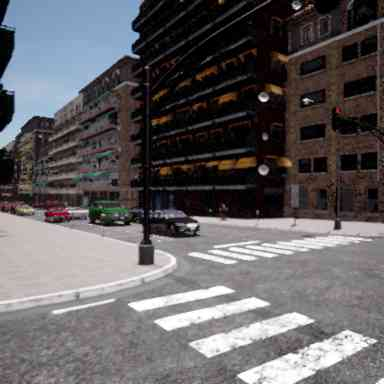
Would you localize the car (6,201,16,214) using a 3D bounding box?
[{"bbox_3d":[-26.599,2.396,51.174,2.192,1.841,5.009,-1,0,-36],"label":"car"}]

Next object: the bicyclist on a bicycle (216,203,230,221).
[{"bbox_3d":[2.784,1.808,30.004,1.656,1.620,0.582,0,-1,-36],"label":"bicyclist on a bicycle"}]

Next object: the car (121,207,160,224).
[{"bbox_3d":[-4.883,2.147,31.143,1.994,1.385,4.181,0,-1,-36],"label":"car"}]

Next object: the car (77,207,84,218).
[{"bbox_3d":[-13.012,2.342,36.918,1.895,1.301,4.718,0,-1,-36],"label":"car"}]

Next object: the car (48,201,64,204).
[{"bbox_3d":[-21.787,2.627,54.455,1.812,1.442,4.674,0,-1,-36],"label":"car"}]

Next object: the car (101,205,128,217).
[{"bbox_3d":[-9.890,2.393,42.379,1.802,1.307,4.206,-1,0,-36],"label":"car"}]

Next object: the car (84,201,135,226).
[{"bbox_3d":[-7.186,1.783,28.884,2.150,2.045,5.566,0,-1,-36],"label":"car"}]

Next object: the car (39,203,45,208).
[{"bbox_3d":[-29.865,2.733,69.875,2.192,1.841,5.009,-1,0,-36],"label":"car"}]

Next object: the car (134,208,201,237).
[{"bbox_3d":[-1.388,1.873,20.896,2.128,1.511,4.902,0,-1,-36],"label":"car"}]

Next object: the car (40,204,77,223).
[{"bbox_3d":[-13.281,2.218,32.843,1.887,1.381,4.507,-1,0,-36],"label":"car"}]

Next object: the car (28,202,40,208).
[{"bbox_3d":[-39.839,3.279,83.624,1.947,1.339,4.313,-1,0,-36],"label":"car"}]

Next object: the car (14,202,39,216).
[{"bbox_3d":[-23.166,2.502,46.452,1.752,1.417,4.829,-1,0,-36],"label":"car"}]

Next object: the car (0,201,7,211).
[{"bbox_3d":[-33.251,2.827,60.339,1.887,1.381,4.507,-1,0,-36],"label":"car"}]

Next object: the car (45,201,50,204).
[{"bbox_3d":[-26.536,2.633,65.292,2.192,1.841,5.009,-1,0,-36],"label":"car"}]

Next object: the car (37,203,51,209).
[{"bbox_3d":[-33.187,3.083,74.456,1.947,1.339,4.313,-1,0,-36],"label":"car"}]

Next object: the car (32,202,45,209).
[{"bbox_3d":[-36.516,3.160,79.039,1.887,1.381,4.507,-1,0,-36],"label":"car"}]
